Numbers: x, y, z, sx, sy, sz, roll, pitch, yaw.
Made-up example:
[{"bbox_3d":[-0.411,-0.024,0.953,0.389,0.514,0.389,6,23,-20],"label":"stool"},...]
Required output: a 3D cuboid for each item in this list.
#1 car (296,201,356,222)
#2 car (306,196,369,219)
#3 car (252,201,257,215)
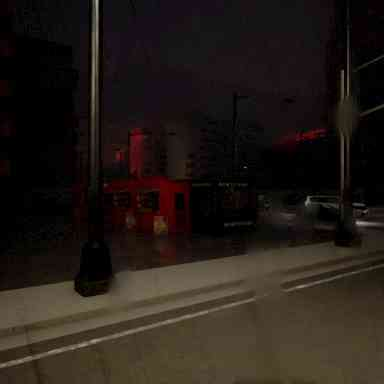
[{"bbox_3d":[10.578,1.667,27.037,1.994,1.385,4.181,0,-1,-36],"label":"car"},{"bbox_3d":[12.797,1.338,29.946,2.150,2.045,5.566,0,-1,-36],"label":"car"},{"bbox_3d":[5.396,1.684,34.197,1.882,1.535,5.008,0,-1,-36],"label":"car"}]
